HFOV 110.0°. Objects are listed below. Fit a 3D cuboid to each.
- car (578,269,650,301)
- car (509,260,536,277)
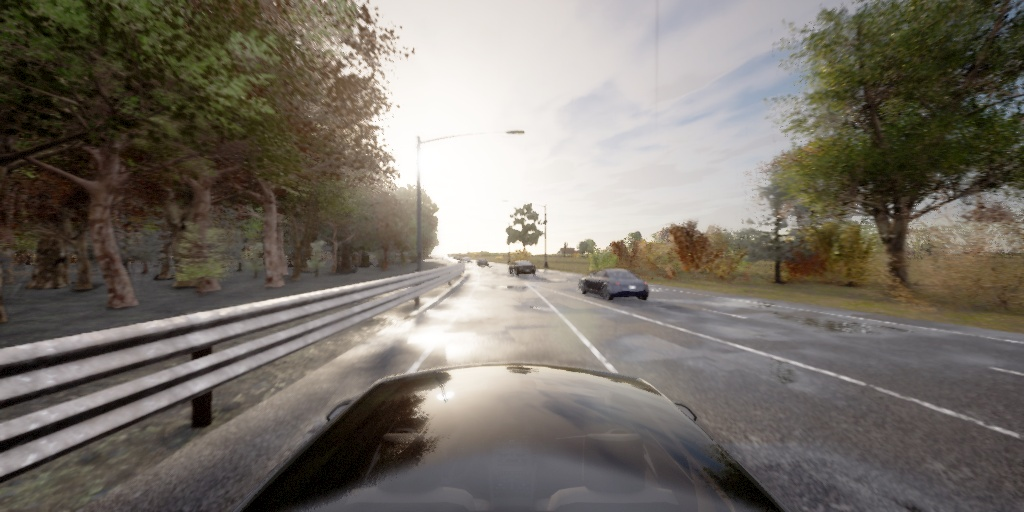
[{"bbox_3d":[4.762,1.305,17.302,1.994,1.385,4.181,0,0,-12],"label":"car"},{"bbox_3d":[0.937,1.198,35.465,1.882,1.535,5.008,0,0,-12],"label":"car"}]
